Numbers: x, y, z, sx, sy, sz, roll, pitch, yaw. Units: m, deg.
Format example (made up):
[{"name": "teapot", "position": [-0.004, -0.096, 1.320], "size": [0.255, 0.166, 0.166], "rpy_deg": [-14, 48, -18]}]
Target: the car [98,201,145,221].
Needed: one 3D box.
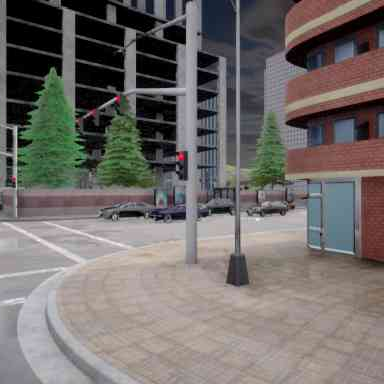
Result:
[{"name": "car", "position": [-5.295, 1.547, 27.576], "size": [4.902, 1.511, 2.128], "rpy_deg": [0, 0, -35]}]

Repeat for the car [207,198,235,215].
[{"name": "car", "position": [2.187, 1.407, 32.876], "size": [4.553, 1.767, 2.097], "rpy_deg": [0, 0, -35]}]

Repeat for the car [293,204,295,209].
[{"name": "car", "position": [9.582, 1.656, 38.117], "size": [4.718, 1.301, 1.895], "rpy_deg": [0, 0, -35]}]

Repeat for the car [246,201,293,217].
[{"name": "car", "position": [7.345, 1.581, 32.236], "size": [4.674, 1.442, 1.812], "rpy_deg": [0, 0, -35]}]

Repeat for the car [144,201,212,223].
[{"name": "car", "position": [-1.032, 1.656, 26.307], "size": [4.718, 1.301, 1.895], "rpy_deg": [0, 0, -35]}]
